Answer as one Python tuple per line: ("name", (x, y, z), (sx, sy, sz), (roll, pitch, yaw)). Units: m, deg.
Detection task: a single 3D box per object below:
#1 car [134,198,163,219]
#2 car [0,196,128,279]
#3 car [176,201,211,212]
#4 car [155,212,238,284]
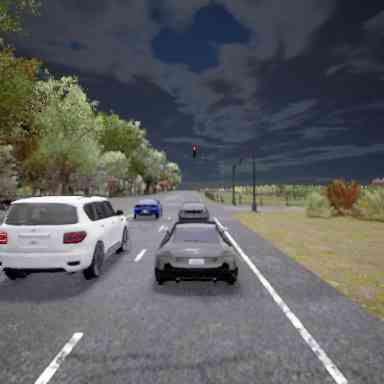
("car", (-3.396, 1.237, 26.611), (1.882, 1.535, 5.008), (0, 1, 0))
("car", (-3.396, 1.134, 9.837), (2.150, 2.045, 5.566), (0, 1, 0))
("car", (0.104, 1.320, 20.409), (1.837, 1.490, 4.892), (0, 1, 0))
("car", (0.099, 1.479, 9.319), (1.994, 1.385, 4.181), (0, 1, 0))
